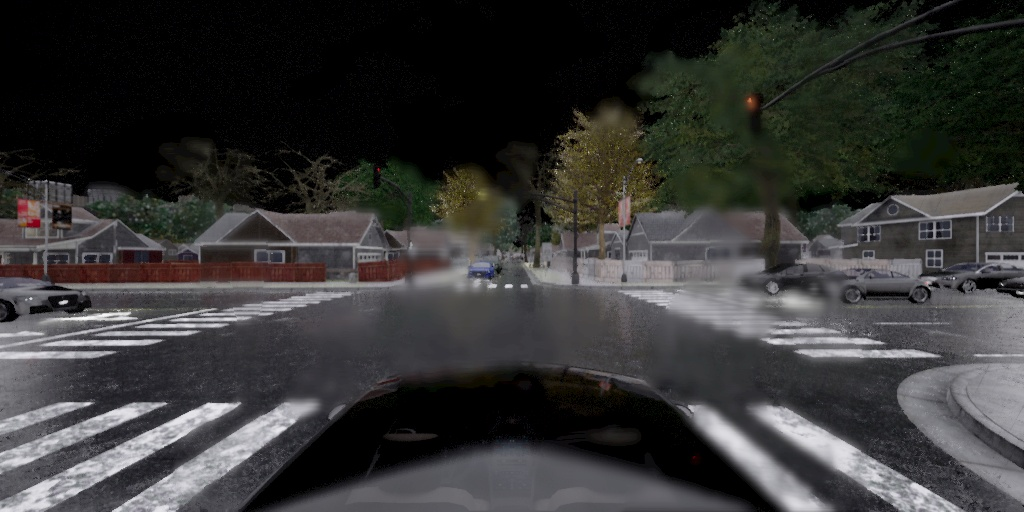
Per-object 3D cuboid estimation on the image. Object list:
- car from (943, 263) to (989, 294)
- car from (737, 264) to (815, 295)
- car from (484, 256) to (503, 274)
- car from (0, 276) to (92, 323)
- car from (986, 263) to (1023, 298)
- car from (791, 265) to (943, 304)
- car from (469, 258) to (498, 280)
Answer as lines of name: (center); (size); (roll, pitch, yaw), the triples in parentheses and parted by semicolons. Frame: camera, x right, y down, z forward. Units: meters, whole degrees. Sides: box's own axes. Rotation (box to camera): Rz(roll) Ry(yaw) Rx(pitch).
car: (23.593, 1.084, 18.196); (4.902, 1.511, 2.128); (0, 0, 1)
car: (14.263, 1.149, 18.334); (4.892, 1.490, 1.837); (0, 0, 2)
car: (-2.397, 0.972, 41.664); (2.150, 2.045, 5.566); (0, 0, 1)
car: (-17.120, 1.401, 12.145); (4.181, 1.385, 1.994); (0, 0, 1)
car: (23.954, 1.141, 14.939); (5.357, 1.411, 2.033); (0, 0, 1)
car: (14.717, 1.209, 15.086); (4.181, 1.385, 1.994); (0, 0, 1)
car: (-2.592, 1.225, 31.428); (1.882, 1.535, 5.008); (0, 0, 1)
